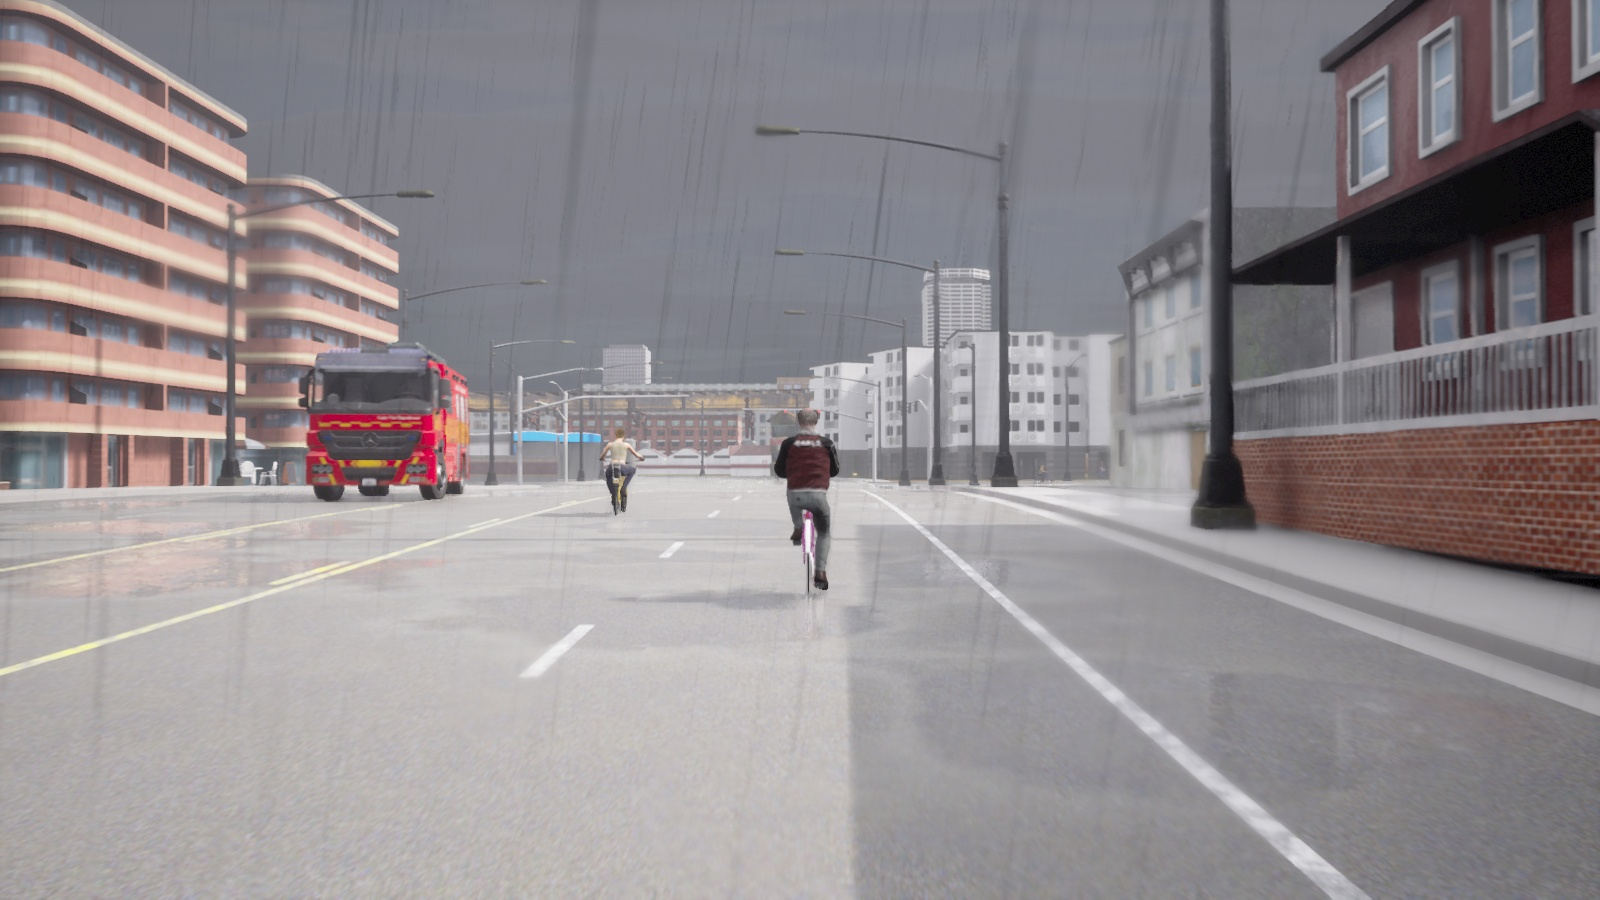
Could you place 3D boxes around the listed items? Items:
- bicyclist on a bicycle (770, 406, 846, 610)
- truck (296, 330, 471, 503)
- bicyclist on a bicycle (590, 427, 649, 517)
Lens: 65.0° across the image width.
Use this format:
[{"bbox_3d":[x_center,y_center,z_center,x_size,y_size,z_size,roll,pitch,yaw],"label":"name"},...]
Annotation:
[{"bbox_3d":[0.077,0.486,11.827,0.659,1.776,1.843,0,1,0],"label":"bicyclist on a bicycle"},{"bbox_3d":[-10.352,-0.708,32.132,2.891,3.827,8.468,0,0,-9],"label":"truck"},{"bbox_3d":[-3.340,0.388,23.351,0.866,1.612,1.509,0,0,0],"label":"bicyclist on a bicycle"}]
